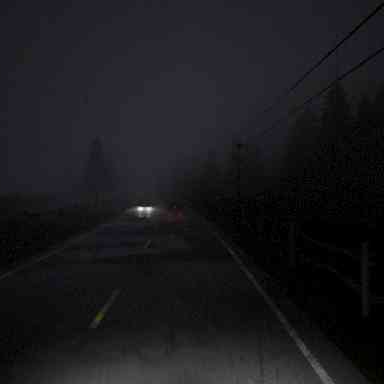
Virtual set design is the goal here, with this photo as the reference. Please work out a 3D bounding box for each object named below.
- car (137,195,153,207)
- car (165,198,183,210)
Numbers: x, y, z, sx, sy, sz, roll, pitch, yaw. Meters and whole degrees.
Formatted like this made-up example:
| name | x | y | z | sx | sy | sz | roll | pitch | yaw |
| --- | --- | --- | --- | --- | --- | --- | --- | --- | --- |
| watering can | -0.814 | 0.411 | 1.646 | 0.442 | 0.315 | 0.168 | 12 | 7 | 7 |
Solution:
| name | x | y | z | sx | sy | sz | roll | pitch | yaw |
| --- | --- | --- | --- | --- | --- | --- | --- | --- | --- |
| car | -6.466 | 1.205 | 45.733 | 2.128 | 1.511 | 4.902 | 0 | 0 | -8 |
| car | -2.170 | 1.358 | 38.847 | 1.895 | 1.301 | 4.718 | 0 | 0 | -6 |
